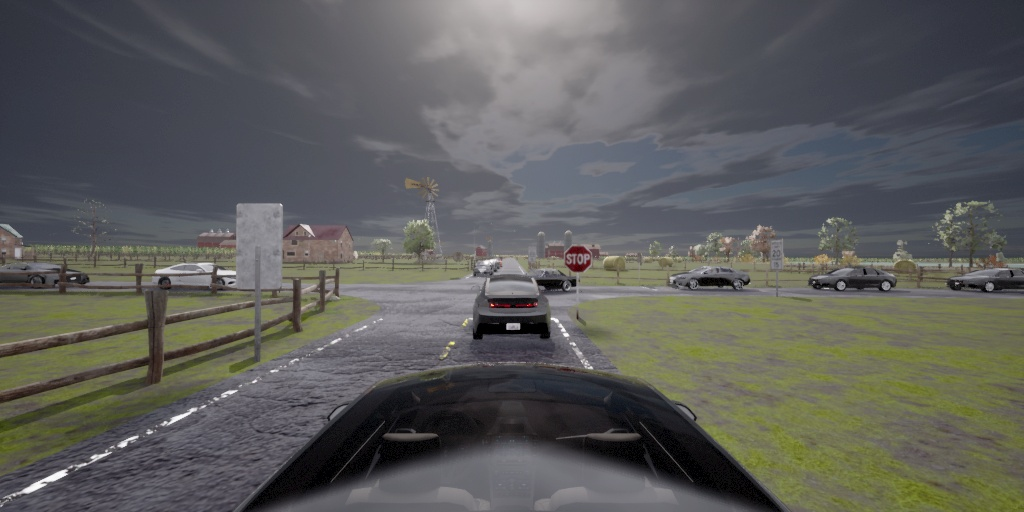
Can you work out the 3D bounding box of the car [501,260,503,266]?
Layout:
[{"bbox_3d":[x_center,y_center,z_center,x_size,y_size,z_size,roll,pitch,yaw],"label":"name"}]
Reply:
[{"bbox_3d":[-2.823,1.240,55.729,2.128,1.511,4.902,0,0,0],"label":"car"}]

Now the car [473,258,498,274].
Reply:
[{"bbox_3d":[-2.861,1.243,36.741,2.128,1.511,4.902,0,0,0],"label":"car"}]

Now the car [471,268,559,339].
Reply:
[{"bbox_3d":[-0.074,1.256,10.054,1.837,1.490,4.892,0,0,-2],"label":"car"}]

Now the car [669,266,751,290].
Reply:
[{"bbox_3d":[12.797,1.397,23.329,4.902,1.511,2.128,1,-1,-2],"label":"car"}]

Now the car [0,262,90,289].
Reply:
[{"bbox_3d":[-26.364,1.048,19.888,4.181,1.385,1.994,1,-1,-1],"label":"car"}]

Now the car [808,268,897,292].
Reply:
[{"bbox_3d":[22.199,1.499,23.501,4.892,1.490,1.837,1,-1,-1],"label":"car"}]

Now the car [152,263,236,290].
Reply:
[{"bbox_3d":[-17.244,1.103,20.010,4.674,1.442,1.812,1,-1,-1],"label":"car"}]

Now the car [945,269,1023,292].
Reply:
[{"bbox_3d":[31.702,1.587,23.622,4.892,1.490,1.837,1,-1,-1],"label":"car"}]

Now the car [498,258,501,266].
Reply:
[{"bbox_3d":[-2.854,1.241,46.187,2.128,1.511,4.902,0,0,0],"label":"car"}]

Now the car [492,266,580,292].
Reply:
[{"bbox_3d":[1.499,1.369,20.100,4.718,1.301,1.895,1,0,-35],"label":"car"}]
